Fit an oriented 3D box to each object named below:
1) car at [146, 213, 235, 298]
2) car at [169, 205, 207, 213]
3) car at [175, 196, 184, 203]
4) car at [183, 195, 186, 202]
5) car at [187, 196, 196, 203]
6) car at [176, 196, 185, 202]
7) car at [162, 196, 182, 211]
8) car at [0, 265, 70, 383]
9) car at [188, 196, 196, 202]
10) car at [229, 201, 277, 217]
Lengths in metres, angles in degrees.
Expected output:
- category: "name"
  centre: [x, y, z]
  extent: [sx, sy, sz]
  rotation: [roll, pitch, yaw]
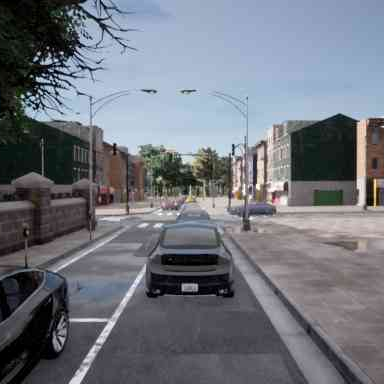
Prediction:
- category: "car"
  centre: [-0.027, 1.505, 8.520]
  extent: [1.837, 1.490, 4.892]
  rotation: [0, 0, 0]
- category: "car"
  centre: [0.091, 1.552, 16.005]
  extent: [2.033, 1.411, 5.357]
  rotation: [0, 0, 0]
- category: "car"
  centre: [-2.687, 1.655, 74.194]
  extent: [1.887, 1.381, 4.507]
  rotation: [-1, 0, 0]
- category: "car"
  centre: [-2.681, 1.628, 63.324]
  extent: [1.887, 1.381, 4.507]
  rotation: [-1, 0, 0]
- category: "car"
  centre: [-0.028, 1.582, 71.739]
  extent: [1.882, 1.535, 5.008]
  rotation: [0, 0, 0]
- category: "car"
  centre: [-2.690, 1.690, 79.628]
  extent: [1.947, 1.339, 4.313]
  rotation: [-1, 0, 0]
- category: "car"
  centre: [-2.670, 1.478, 41.586]
  extent: [1.967, 1.590, 4.097]
  rotation: [-1, 0, 0]
- category: "car"
  centre: [-2.646, 1.565, 3.265]
  extent: [1.947, 1.339, 4.313]
  rotation: [-1, 0, 0]
- category: "car"
  centre: [-0.045, 1.671, 82.173]
  extent: [2.033, 1.411, 5.357]
  rotation: [0, 0, 0]
- category: "car"
  centre: [5.432, 1.477, 29.851]
  extent: [4.181, 1.385, 1.994]
  rotation: [-1, 1, 0]
